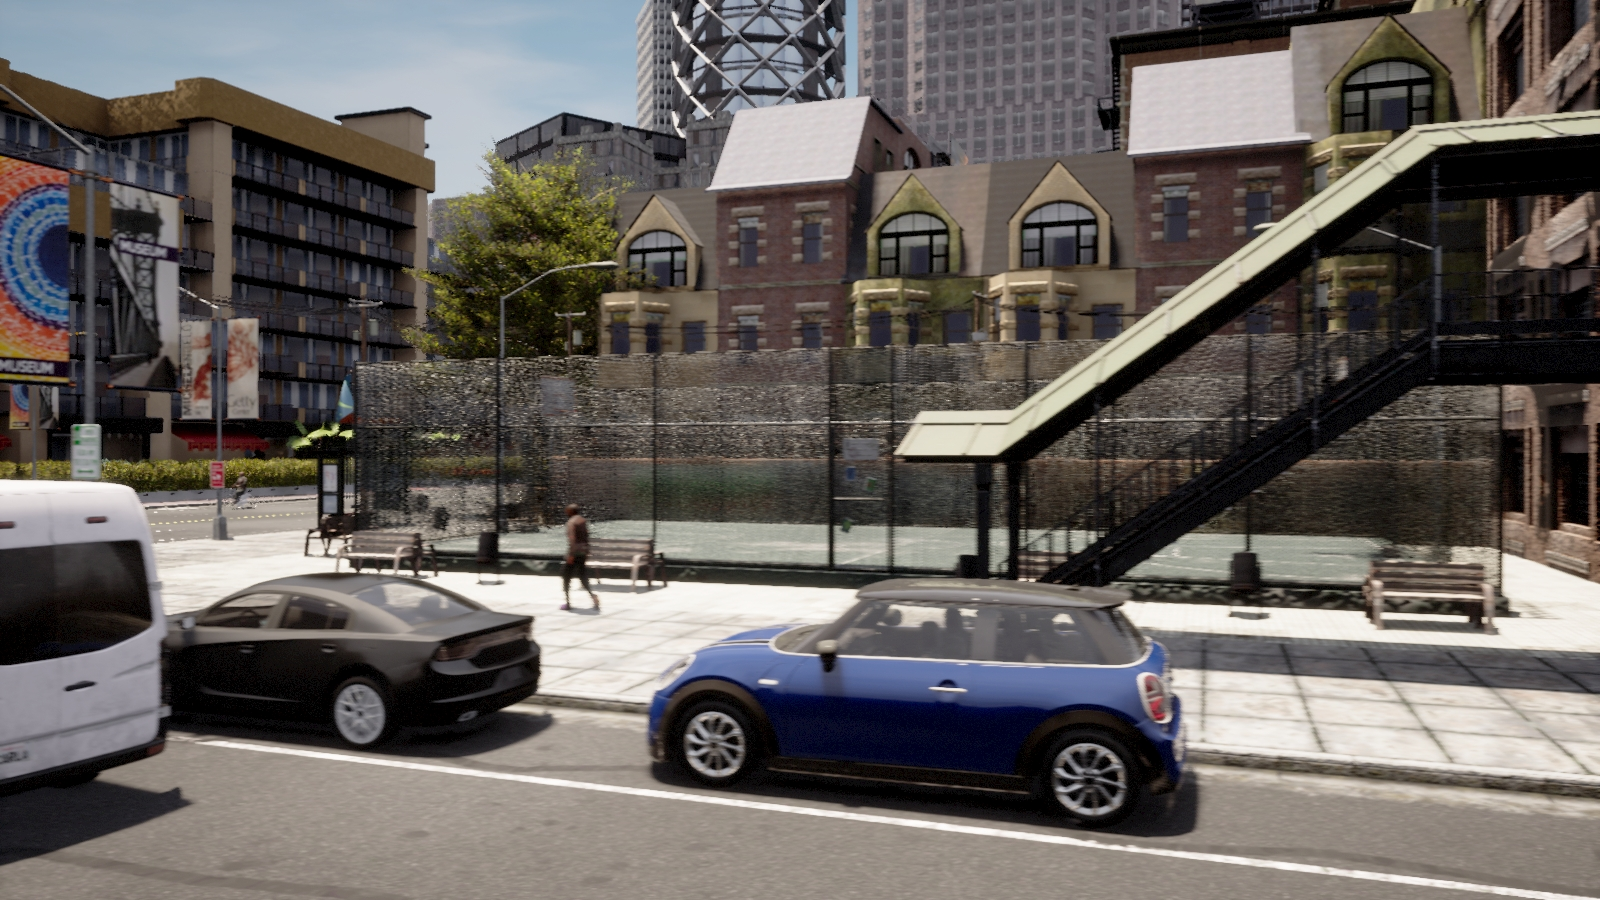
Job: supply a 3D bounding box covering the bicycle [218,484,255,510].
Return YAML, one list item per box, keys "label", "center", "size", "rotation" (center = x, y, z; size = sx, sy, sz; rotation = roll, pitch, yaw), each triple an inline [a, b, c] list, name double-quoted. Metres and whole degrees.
- label: "bicycle"
  center: [-26.416, 2.210, 53.589]
  size: [0.329, 1.171, 1.835]
  rotation: [0, 0, 19]

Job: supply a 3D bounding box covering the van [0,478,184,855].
- label: "van"
  center: [-8.068, 1.534, 9.555]
  size: [5.915, 2.561, 1.988]
  rotation: [0, 0, 25]

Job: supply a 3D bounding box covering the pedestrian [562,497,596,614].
- label: "pedestrian"
  center: [-3.588, 1.696, 18.550]
  size: [0.375, 1.860, 0.375]
  rotation: [0, 0, 31]
